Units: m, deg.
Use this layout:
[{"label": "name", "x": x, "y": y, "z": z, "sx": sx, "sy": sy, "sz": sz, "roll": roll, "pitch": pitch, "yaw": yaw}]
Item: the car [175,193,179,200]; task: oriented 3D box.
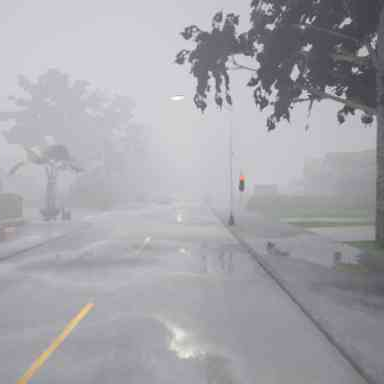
[{"label": "car", "x": -4.002, "y": 0.980, "z": 74.776, "sx": 1.882, "sy": 1.535, "sz": 5.008, "roll": 0, "pitch": 0, "yaw": 0}]

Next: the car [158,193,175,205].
[{"label": "car", "x": -4.002, "y": 1.233, "z": 49.354, "sx": 2.033, "sy": 1.411, "sz": 5.357, "roll": 0, "pitch": 1, "yaw": 0}]
